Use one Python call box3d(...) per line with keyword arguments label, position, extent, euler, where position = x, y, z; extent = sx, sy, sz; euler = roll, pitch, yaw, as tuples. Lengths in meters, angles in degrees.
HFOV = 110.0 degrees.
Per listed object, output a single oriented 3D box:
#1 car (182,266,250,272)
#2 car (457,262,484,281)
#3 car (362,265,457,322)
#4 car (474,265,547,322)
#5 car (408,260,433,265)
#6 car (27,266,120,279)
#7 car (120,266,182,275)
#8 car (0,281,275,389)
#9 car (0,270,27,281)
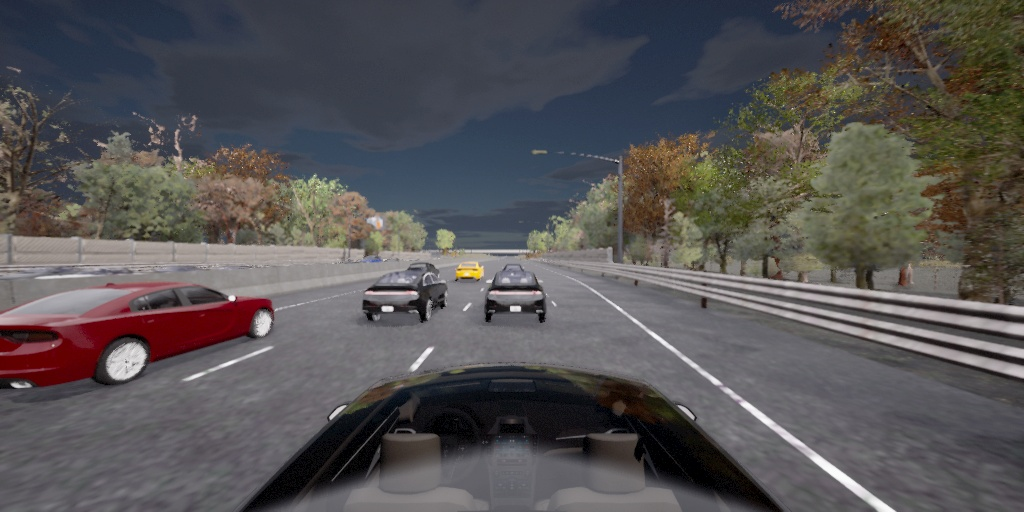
box3d(label="car", position=(-17.595, 1.305, 22.423), extent=(1.994, 1.385, 4.181), euler=(0, 0, 0))
box3d(label="car", position=(-3.397, 1.218, 29.479), extent=(1.882, 1.535, 5.008), euler=(0, 0, 0))
box3d(label="car", position=(-3.399, 1.235, 12.224), extent=(2.128, 1.511, 4.902), euler=(0, 0, 0))
box3d(label="car", position=(0.101, 1.235, 12.255), extent=(2.128, 1.511, 4.902), euler=(0, 0, 0))
box3d(label="car", position=(-6.896, 1.245, 27.958), extent=(1.837, 1.490, 4.892), euler=(0, 0, 0))
box3d(label="car", position=(-24.597, 1.342, 21.346), extent=(1.895, 1.301, 4.718), euler=(0, 0, 0))
box3d(label="car", position=(-21.094, 1.305, 22.400), extent=(1.994, 1.385, 4.181), euler=(0, 0, 0))
box3d(label="car", position=(-6.903, 1.224, 6.997), extent=(1.882, 1.535, 5.008), euler=(0, 0, 0))
box3d(label="car", position=(-27.803, 1.305, 21.557), extent=(1.994, 1.385, 4.181), euler=(0, 0, -2))
